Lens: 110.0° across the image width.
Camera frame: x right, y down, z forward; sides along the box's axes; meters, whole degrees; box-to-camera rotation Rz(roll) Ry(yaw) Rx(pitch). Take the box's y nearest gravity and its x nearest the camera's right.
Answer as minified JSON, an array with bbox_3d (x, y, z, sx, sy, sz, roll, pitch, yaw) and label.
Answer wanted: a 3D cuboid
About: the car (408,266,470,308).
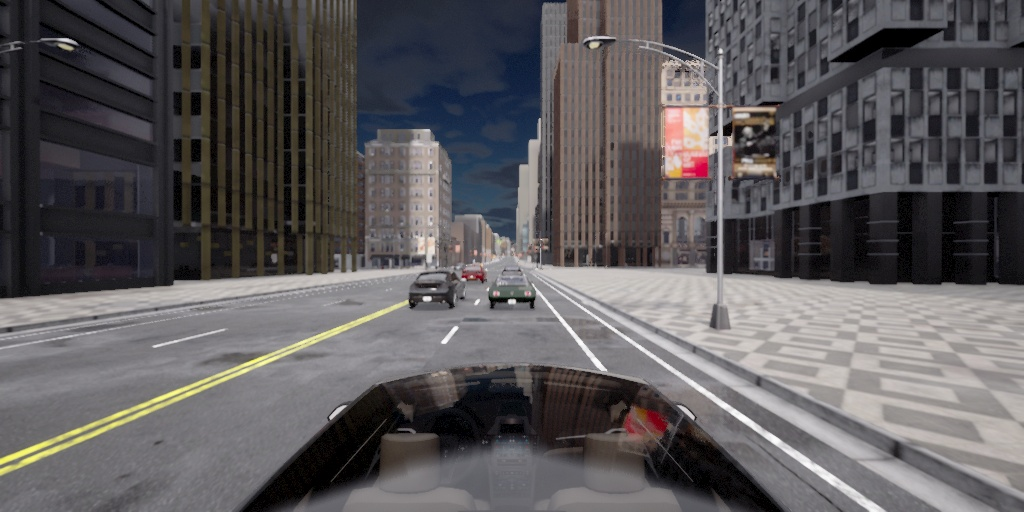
[{"bbox_3d":[-3.240,1.403,16.153,1.837,1.490,4.892,0,0,0],"label":"car"}]

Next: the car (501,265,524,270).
[{"bbox_3d":[0.013,1.561,31.152,2.128,1.511,4.902,0,-1,0],"label":"car"}]

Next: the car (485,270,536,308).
[{"bbox_3d":[0.007,1.494,15.959,1.895,1.301,4.718,0,-1,0],"label":"car"}]

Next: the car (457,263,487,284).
[{"bbox_3d":[-3.235,1.548,31.329,1.882,1.535,5.008,0,0,0],"label":"car"}]
